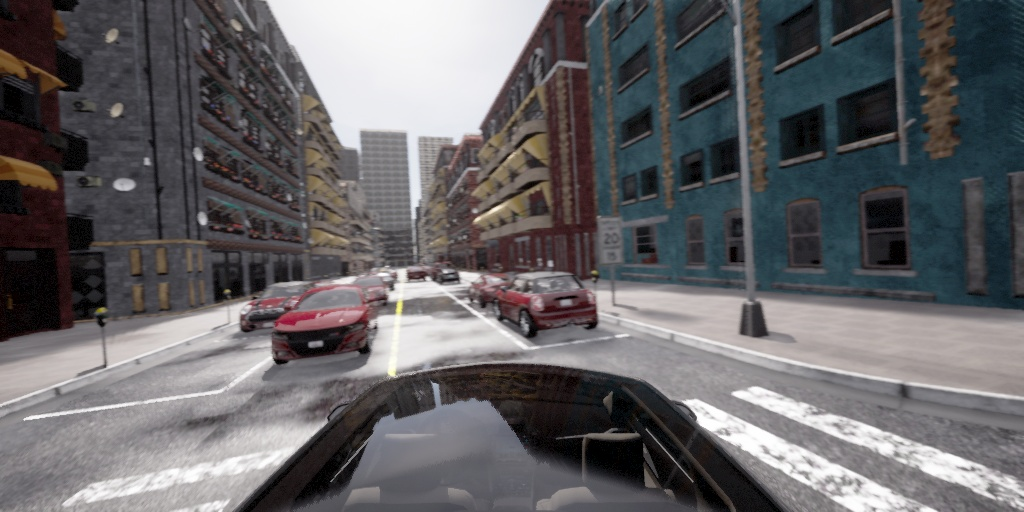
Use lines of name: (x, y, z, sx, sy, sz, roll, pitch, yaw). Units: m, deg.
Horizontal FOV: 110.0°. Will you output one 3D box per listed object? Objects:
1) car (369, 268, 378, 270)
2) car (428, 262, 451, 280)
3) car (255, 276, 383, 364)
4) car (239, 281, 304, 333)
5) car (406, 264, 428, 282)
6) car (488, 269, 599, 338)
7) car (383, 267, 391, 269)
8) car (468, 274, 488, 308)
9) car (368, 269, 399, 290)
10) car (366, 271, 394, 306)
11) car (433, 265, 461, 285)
car: (-19.432, 2.473, 50.608, 1.967, 1.591, 4.097, 0, 0, -17)
car: (-7.144, 1.578, 36.935, 2.192, 1.841, 5.009, 0, 0, -17)
car: (-4.637, 1.524, 9.467, 1.882, 1.535, 5.008, -3, 0, -17)
car: (-8.334, 1.720, 13.391, 1.967, 1.591, 4.097, 0, 0, -17)
car: (-10.271, 1.931, 38.478, 1.882, 1.535, 5.008, -3, 0, -16)
car: (0.790, 1.163, 10.354, 1.967, 1.591, 4.097, 0, 0, -17)
car: (-14.320, 2.320, 42.309, 1.895, 1.301, 4.718, -3, 0, -17)
car: (-0.799, 1.413, 15.670, 1.802, 1.307, 4.207, 0, 0, -17)
car: (-10.127, 1.984, 27.934, 1.994, 1.385, 4.181, -3, 0, -16)
car: (-7.303, 1.754, 18.403, 1.812, 1.442, 4.674, -3, 0, -16)
car: (-5.559, 1.721, 31.618, 1.948, 1.339, 4.313, 0, 0, -17)
